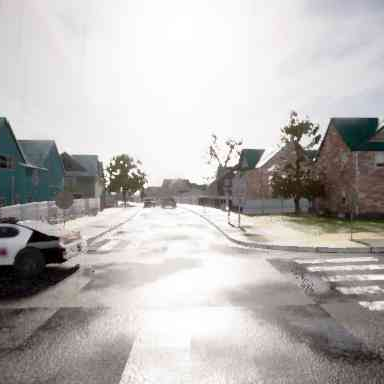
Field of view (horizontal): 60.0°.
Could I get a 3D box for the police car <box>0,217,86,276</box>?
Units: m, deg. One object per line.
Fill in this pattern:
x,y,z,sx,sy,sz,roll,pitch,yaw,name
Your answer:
-5.853,1.570,9.805,4.974,1.542,2.038,-2,-1,0,police car

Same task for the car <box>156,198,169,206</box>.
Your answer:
-5.620,1.871,62.378,1.882,1.535,5.008,0,-1,-12,car

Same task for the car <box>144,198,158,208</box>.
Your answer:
-7.156,1.822,56.123,1.837,1.490,4.892,0,-1,-10,car

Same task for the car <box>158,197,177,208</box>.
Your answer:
-3.695,1.628,52.441,2.097,1.767,4.553,0,-1,-10,car
